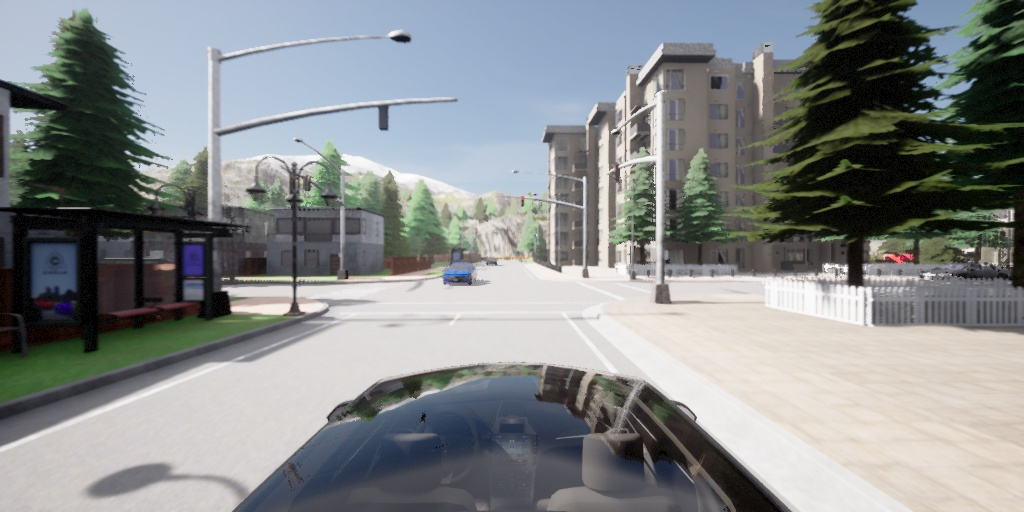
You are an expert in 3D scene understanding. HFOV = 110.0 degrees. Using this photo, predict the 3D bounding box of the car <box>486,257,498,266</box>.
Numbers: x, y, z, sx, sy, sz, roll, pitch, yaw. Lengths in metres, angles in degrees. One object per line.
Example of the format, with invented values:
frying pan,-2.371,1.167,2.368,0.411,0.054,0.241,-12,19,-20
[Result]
car,-3.521,0.865,62.128,1.882,1.535,5.008,0,0,0

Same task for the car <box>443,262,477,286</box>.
car,-3.507,1.193,24.772,1.882,1.535,5.008,0,1,0

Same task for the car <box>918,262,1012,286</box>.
car,30.066,1.172,23.874,4.902,1.511,2.128,0,0,-1
